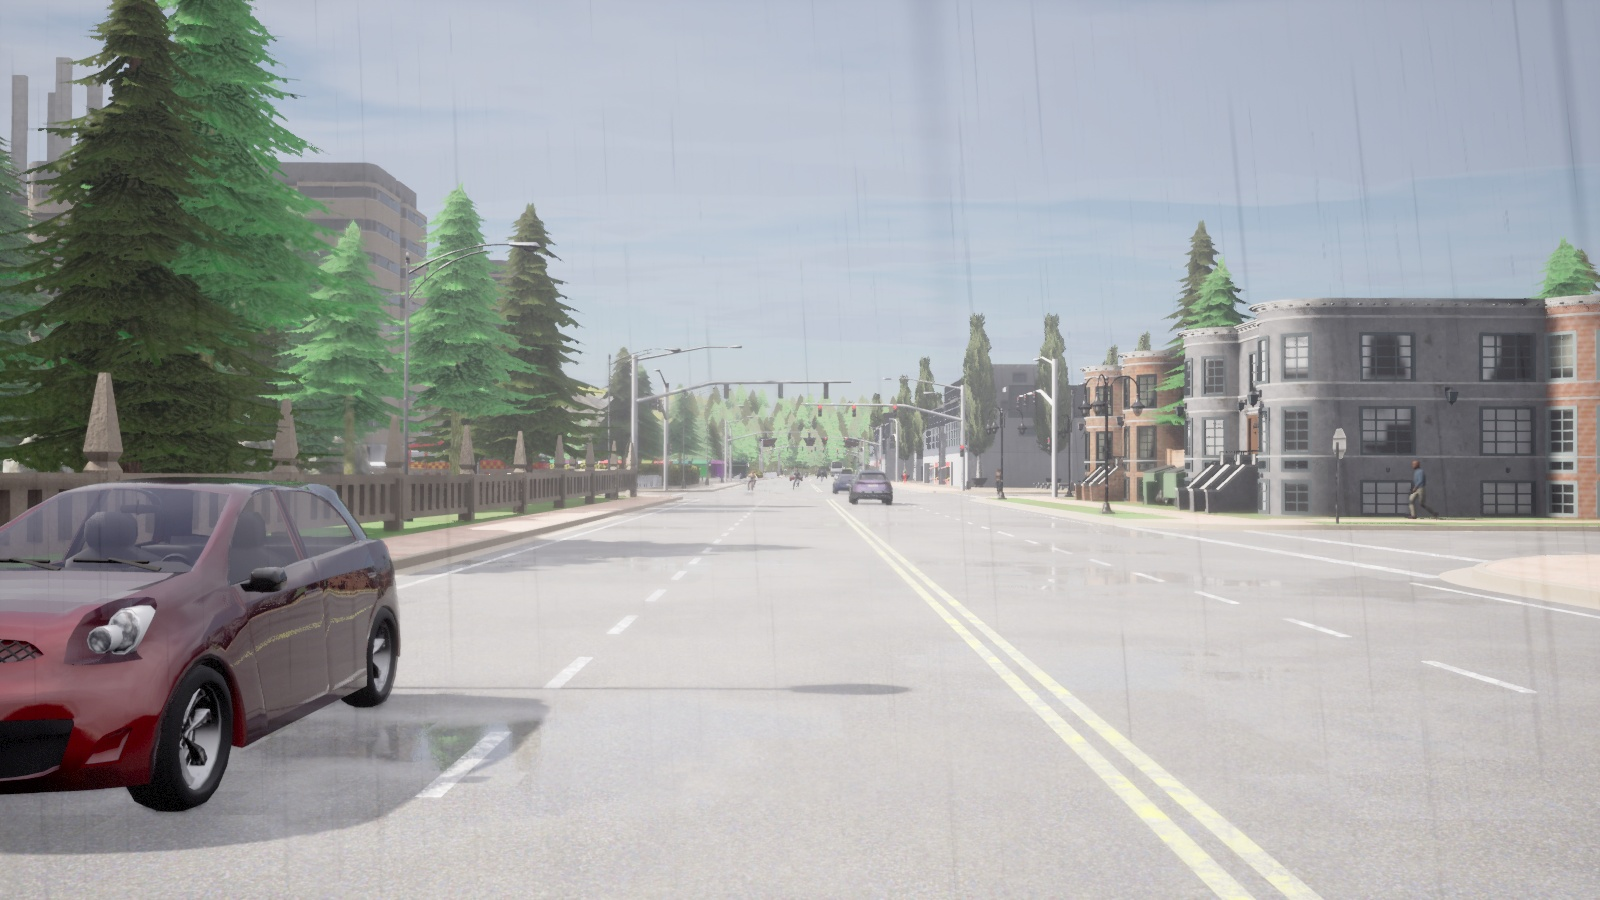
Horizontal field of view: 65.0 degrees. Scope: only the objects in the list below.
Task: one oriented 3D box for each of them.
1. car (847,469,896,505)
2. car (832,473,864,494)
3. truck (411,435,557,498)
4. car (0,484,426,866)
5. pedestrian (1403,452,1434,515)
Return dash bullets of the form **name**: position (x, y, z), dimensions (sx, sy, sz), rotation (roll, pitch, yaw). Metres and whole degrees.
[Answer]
- **car**: position (3.366, 1.734, 59.858), dimensions (2.033, 1.649, 4.856), rotation (0, -1, 0)
- **car**: position (3.306, 2.321, 86.878), dimensions (1.994, 1.385, 4.181), rotation (0, -1, 0)
- **truck**: position (-19.815, 1.053, 79.054), dimensions (8.468, 3.827, 2.891), rotation (0, -1, 0)
- **car**: position (-3.515, 0.958, 6.892), dimensions (1.845, 1.501, 3.633), rotation (0, -1, 0)
- **pedestrian**: position (18.302, 0.993, 37.186), dimensions (0.726, 1.835, 0.370), rotation (0, -1, 7)
